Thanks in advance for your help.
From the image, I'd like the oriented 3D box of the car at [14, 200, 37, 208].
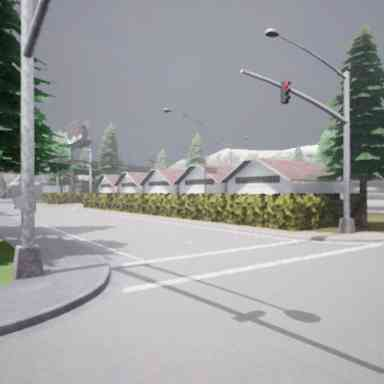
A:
[{"bbox_3d":[-18.878,1.283,37.536,1.882,1.535,5.008,0,0,-36],"label":"car"}]
